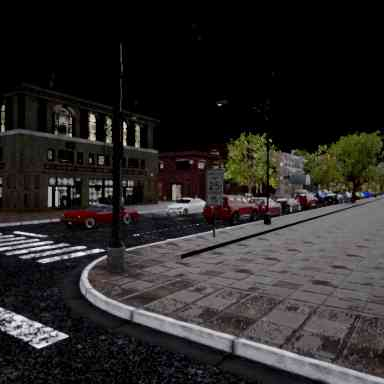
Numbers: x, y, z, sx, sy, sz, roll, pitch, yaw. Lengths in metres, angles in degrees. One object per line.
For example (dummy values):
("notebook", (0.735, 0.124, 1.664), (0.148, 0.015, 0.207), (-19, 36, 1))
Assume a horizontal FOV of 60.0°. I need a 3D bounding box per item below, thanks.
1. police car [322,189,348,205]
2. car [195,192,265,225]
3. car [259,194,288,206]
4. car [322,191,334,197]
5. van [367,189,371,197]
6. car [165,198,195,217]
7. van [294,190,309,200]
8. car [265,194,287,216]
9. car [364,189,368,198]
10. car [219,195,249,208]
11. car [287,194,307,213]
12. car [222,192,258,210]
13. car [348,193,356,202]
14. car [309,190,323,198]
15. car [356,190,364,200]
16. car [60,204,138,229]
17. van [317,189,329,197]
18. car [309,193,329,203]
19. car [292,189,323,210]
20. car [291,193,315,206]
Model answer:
("police car", (19.838, 0.847, 46.376), (1.930, 1.638, 5.238), (1, 1, 35))
("car", (2.669, 1.093, 22.164), (2.192, 1.841, 5.009), (1, 1, 34))
("car", (10.986, 0.995, 44.432), (2.033, 1.411, 5.357), (1, 1, 35))
("car", (33.436, 0.437, 81.715), (2.008, 1.369, 4.403), (1, 2, 34))
("van", (40.351, 0.301, 76.974), (1.690, 1.788, 3.998), (1, 2, 34))
("car", (-0.337, 1.215, 28.036), (1.812, 1.442, 4.674), (1, 1, 35))
("van", (20.877, 0.504, 63.440), (1.690, 1.788, 3.998), (1, 2, 34))
("car", (5.808, 1.152, 26.734), (1.967, 1.590, 4.097), (1, 2, 34))
("car", (34.165, 0.622, 67.983), (1.752, 1.417, 4.829), (1, 2, 34))
("car", (5.174, 1.069, 40.609), (1.947, 1.339, 4.313), (1, 2, 34))
("car", (8.947, 1.195, 31.305), (2.008, 1.369, 4.403), (1, 2, 34))
("car", (5.329, 0.920, 36.260), (2.097, 1.767, 4.553), (1, 1, 35))
("car", (23.707, 0.690, 52.040), (2.097, 1.767, 4.553), (1, 1, 35))
("car", (27.157, 0.465, 72.578), (1.967, 1.590, 4.097), (1, 2, 34))
("car", (30.928, 0.750, 63.277), (1.802, 1.307, 4.206), (1, 2, 34))
("car", (-5.583, 1.401, 20.401), (1.895, 1.301, 4.718), (1, 1, 34))
("van", (30.298, 0.297, 77.142), (1.690, 1.788, 3.998), (1, 2, 34))
("car", (19.997, 0.860, 52.139), (1.812, 1.442, 4.674), (1, 1, 35))
("car", (12.090, 0.892, 35.867), (2.192, 1.841, 5.009), (1, 2, 34))
("car", (14.988, 0.970, 44.754), (1.812, 1.442, 4.674), (1, 1, 35))
